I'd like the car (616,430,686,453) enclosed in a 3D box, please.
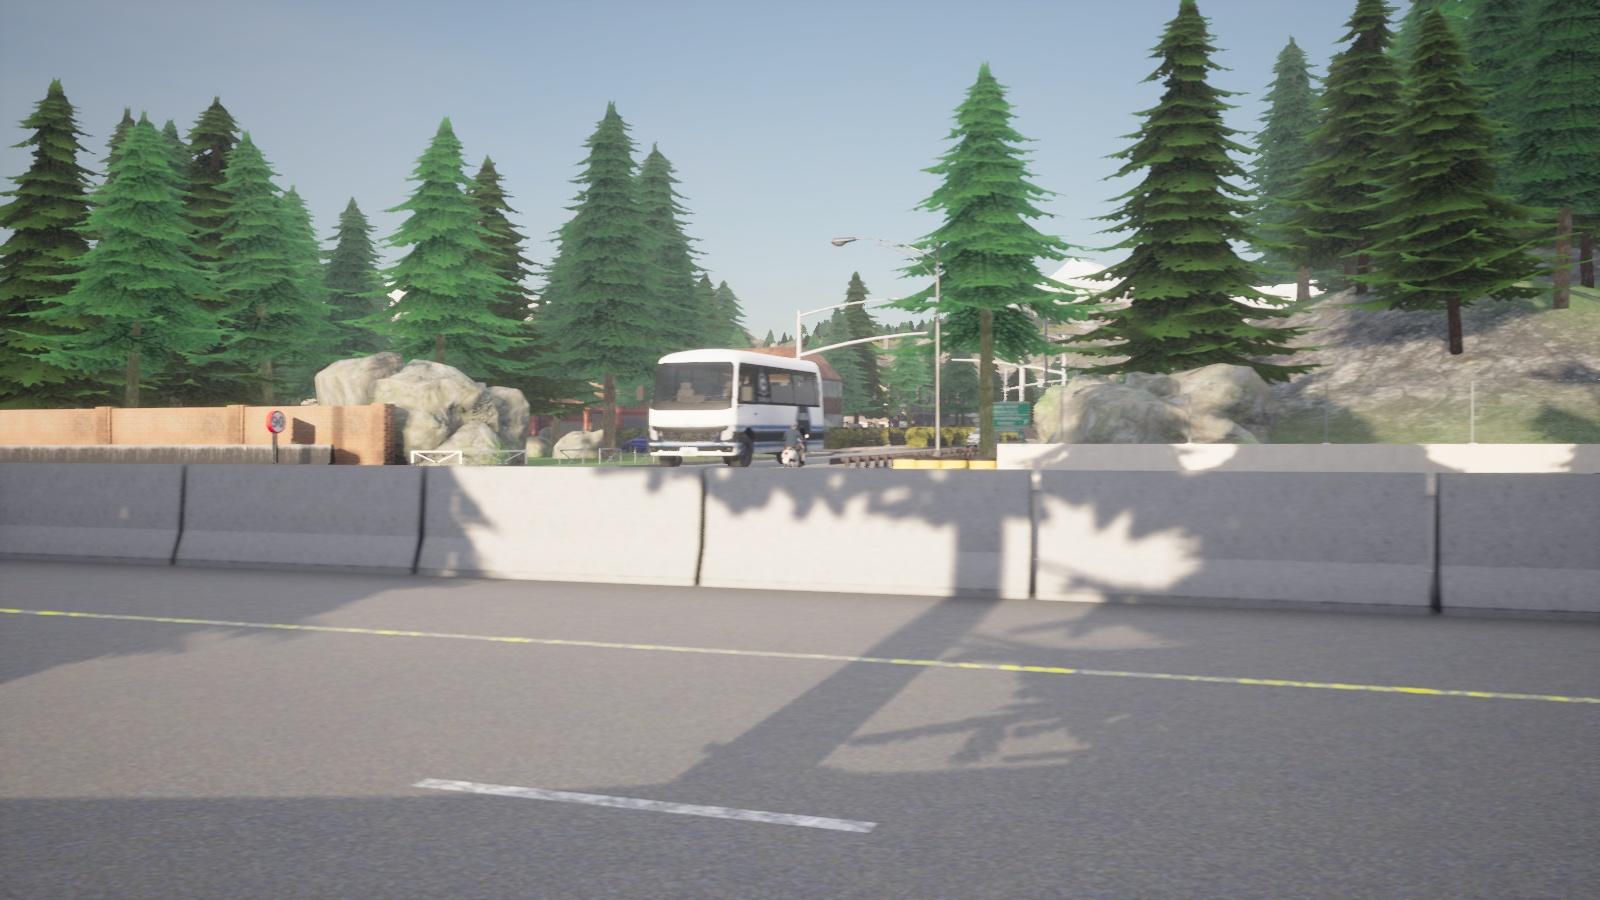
[{"bbox_3d":[-9.806,-0.551,82.486,4.193,1.474,1.816,1,1,19],"label":"car"}]

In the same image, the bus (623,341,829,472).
[{"bbox_3d":[-2.396,-1.497,46.354,3.944,4.253,10.273,1,1,19],"label":"bus"}]

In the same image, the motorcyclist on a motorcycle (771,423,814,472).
[{"bbox_3d":[-0.242,-0.088,41.924,0.866,1.590,1.817,1,1,19],"label":"motorcyclist on a motorcycle"}]

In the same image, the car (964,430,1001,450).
[{"bbox_3d":[13.404,-0.765,91.882,1.812,1.442,4.674,1,1,19],"label":"car"}]
